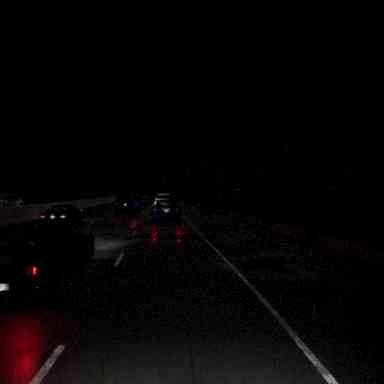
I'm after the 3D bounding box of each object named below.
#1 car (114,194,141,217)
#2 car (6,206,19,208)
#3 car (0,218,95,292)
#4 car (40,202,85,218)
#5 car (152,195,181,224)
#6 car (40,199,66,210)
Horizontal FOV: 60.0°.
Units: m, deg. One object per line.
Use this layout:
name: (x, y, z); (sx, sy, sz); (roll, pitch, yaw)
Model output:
car: (-6.153, 1.221, 32.116); (2.150, 2.045, 5.566); (0, 0, -5)
car: (-20.933, 1.254, 37.208); (2.150, 2.045, 5.566); (0, 0, -6)
car: (-3.952, 1.606, 8.844); (1.895, 1.301, 4.718); (0, 0, -4)
car: (-8.754, 1.558, 22.772); (2.033, 1.411, 5.357); (0, 0, -6)
car: (-1.964, 1.344, 25.130); (2.097, 1.767, 4.553); (0, 0, -6)
car: (-18.001, 1.587, 43.210); (1.994, 1.385, 4.181); (0, 0, -5)
